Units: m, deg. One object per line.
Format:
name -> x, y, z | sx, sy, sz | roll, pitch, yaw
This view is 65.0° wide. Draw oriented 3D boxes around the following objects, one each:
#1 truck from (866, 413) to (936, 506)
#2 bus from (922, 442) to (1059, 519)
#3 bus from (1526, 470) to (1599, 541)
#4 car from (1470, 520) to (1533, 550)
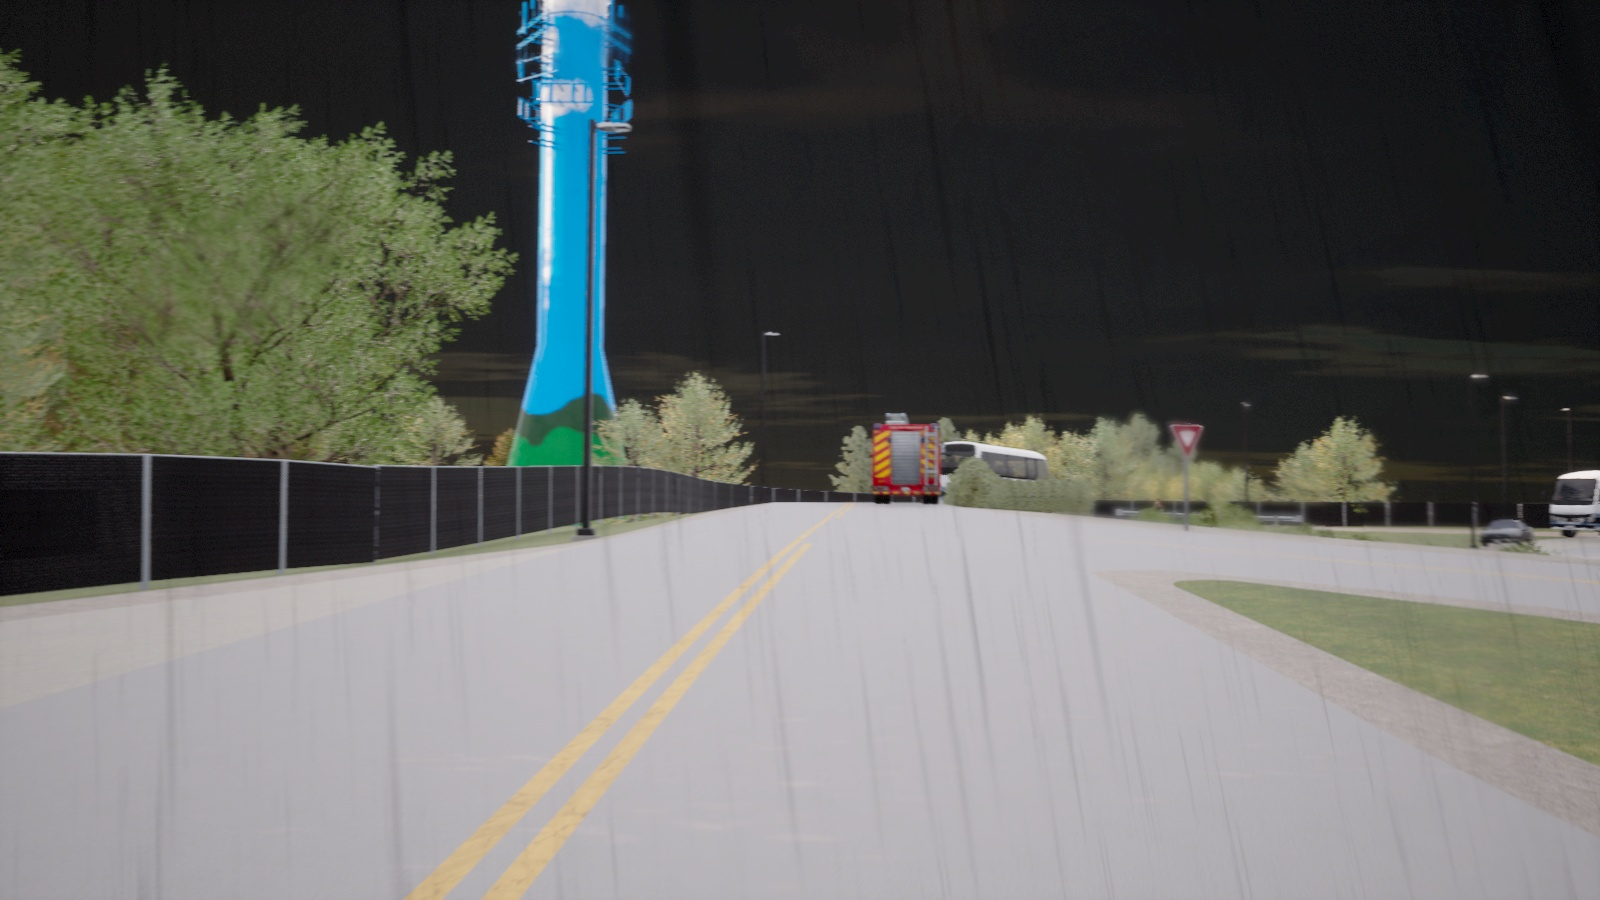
truck -> 4.688, 0.566, 56.699 | 2.891, 3.827, 8.468 | 0, -3, 6
bus -> 11.990, 1.997, 77.848 | 3.944, 4.253, 10.273 | -1, -4, 37
bus -> 51.426, 3.501, 79.016 | 10.273, 4.253, 3.944 | 1, -2, -17
car -> 38.017, 4.571, 67.977 | 2.033, 1.411, 5.357 | -2, -3, 39
